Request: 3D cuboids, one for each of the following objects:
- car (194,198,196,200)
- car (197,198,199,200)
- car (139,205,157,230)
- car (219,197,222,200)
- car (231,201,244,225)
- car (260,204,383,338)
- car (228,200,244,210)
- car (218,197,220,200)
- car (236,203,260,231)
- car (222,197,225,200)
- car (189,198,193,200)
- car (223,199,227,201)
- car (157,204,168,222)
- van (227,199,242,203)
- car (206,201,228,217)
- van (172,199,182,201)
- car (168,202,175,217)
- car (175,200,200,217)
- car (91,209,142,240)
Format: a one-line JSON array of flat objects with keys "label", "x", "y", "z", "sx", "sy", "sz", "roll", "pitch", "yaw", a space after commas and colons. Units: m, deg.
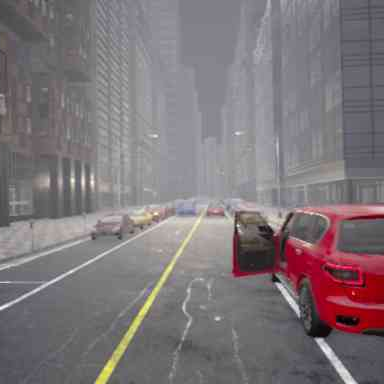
[{"label": "car", "x": -0.776, "y": 2.414, "z": 75.049, "sx": 1.967, "sy": 1.590, "sz": 4.097, "roll": -1, "pitch": -1, "yaw": 4}, {"label": "car", "x": -0.050, "y": 2.419, "z": 86.230, "sx": 2.192, "sy": 1.841, "sz": 5.009, "roll": -1, "pitch": -1, "yaw": 4}, {"label": "car", "x": -4.061, "y": 1.919, "z": 24.572, "sx": 1.752, "sy": 1.417, "sz": 4.829, "roll": -1, "pitch": -1, "yaw": 4}, {"label": "car", "x": 7.732, "y": 2.345, "z": 74.507, "sx": 1.887, "sy": 1.381, "sz": 4.507, "roll": -1, "pitch": -1, "yaw": 4}, {"label": "car", "x": 4.820, "y": 1.831, "z": 29.788, "sx": 1.887, "sy": 1.381, "sz": 4.507, "roll": -1, "pitch": -1, "yaw": 4}, {"label": "car", "x": 2.943, "y": 1.251, "z": 6.770, "sx": 2.150, "sy": 2.045, "sz": 5.566, "roll": -1, "pitch": -1, "yaw": 4}, {"label": "car", "x": 5.184, "y": 1.895, "z": 35.377, "sx": 1.887, "sy": 1.381, "sz": 4.507, "roll": -1, "pitch": -1, "yaw": 4}, {"label": "car", "x": 8.824, "y": 2.561, "z": 91.277, "sx": 1.947, "sy": 1.339, "sz": 4.313, "roll": -1, "pitch": -1, "yaw": 4}, {"label": "car", "x": 4.467, "y": 1.749, "z": 24.367, "sx": 1.752, "sy": 1.417, "sz": 4.829, "roll": -1, "pitch": -1, "yaw": 4}, {"label": "car", "x": 6.638, "y": 2.047, "z": 57.739, "sx": 1.967, "sy": 1.590, "sz": 4.097, "roll": -1, "pitch": -1, "yaw": 4}, {"label": "car", "x": -1.504, "y": 2.286, "z": 63.870, "sx": 1.967, "sy": 1.590, "sz": 4.097, "roll": -1, "pitch": -1, "yaw": 4}, {"label": "car", "x": 6.276, "y": 2.088, "z": 52.148, "sx": 1.887, "sy": 1.381, "sz": 4.507, "roll": -1, "pitch": -1, "yaw": 4}, {"label": "car", "x": -3.687, "y": 1.900, "z": 30.332, "sx": 1.967, "sy": 1.590, "sz": 4.097, "roll": -1, "pitch": -1, "yaw": 4}, {"label": "van", "x": 5.545, "y": 1.756, "z": 40.970, "sx": 1.690, "sy": 1.788, "sz": 3.998, "roll": -1, "pitch": -1, "yaw": 4}, {"label": "car", "x": 2.620, "y": 1.987, "z": 37.221, "sx": 1.994, "sy": 1.385, "sz": 4.181, "roll": -1, "pitch": -1, "yaw": 4}, {"label": "van", "x": -2.233, "y": 2.058, "z": 52.692, "sx": 1.690, "sy": 1.788, "sz": 3.998, "roll": -1, "pitch": -1, "yaw": 4}, {"label": "car", "x": -3.322, "y": 2.069, "z": 35.920, "sx": 1.887, "sy": 1.381, "sz": 4.507, "roll": -1, "pitch": -1, "yaw": 4}, {"label": "car", "x": -0.478, "y": 1.974, "z": 38.147, "sx": 1.882, "sy": 1.535, "sz": 5.008, "roll": -1, "pitch": -1, "yaw": 4}, {"label": "car", "x": -4.413, "y": 1.914, "z": 19.151, "sx": 1.802, "sy": 1.307, "sz": 4.206, "roll": -1, "pitch": -1, "yaw": 4}]
